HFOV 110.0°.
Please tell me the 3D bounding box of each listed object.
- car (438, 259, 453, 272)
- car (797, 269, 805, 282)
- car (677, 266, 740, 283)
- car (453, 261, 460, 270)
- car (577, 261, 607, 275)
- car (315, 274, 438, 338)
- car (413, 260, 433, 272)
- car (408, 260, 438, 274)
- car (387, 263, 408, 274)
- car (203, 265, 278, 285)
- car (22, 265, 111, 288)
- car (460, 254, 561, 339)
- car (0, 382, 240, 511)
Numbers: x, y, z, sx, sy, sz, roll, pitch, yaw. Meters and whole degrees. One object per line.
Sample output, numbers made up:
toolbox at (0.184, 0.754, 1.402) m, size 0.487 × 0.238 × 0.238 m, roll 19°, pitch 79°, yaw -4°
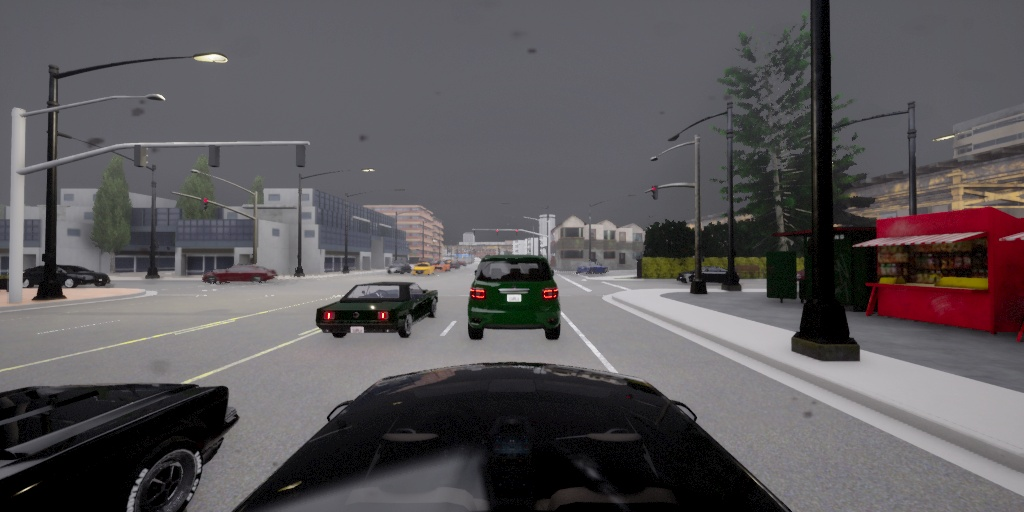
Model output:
car at (-10.613, 1.518, 53.705) m, size 2.097 × 1.767 × 4.553 m, roll 0°, pitch 0°, yaw 0°
car at (23.250, 1.409, 27.020) m, size 4.674 × 1.442 × 1.812 m, roll 0°, pitch -1°, yaw 1°
car at (14.753, 1.448, 27.089) m, size 4.181 × 1.385 × 1.994 m, roll 0°, pitch -1°, yaw 0°
car at (-10.583, 1.705, 64.168) m, size 1.994 × 1.385 × 4.181 m, roll 0°, pitch 1°, yaw 0°
car at (10.354, 1.492, 46.097) m, size 4.553 × 1.767 × 2.097 m, roll 1°, pitch -1°, yaw -44°
car at (-3.435, 1.368, 10.223) m, size 1.895 × 1.301 × 4.718 m, roll 0°, pitch 0°, yaw 0°
car at (-14.108, 1.525, 56.965) m, size 2.097 × 1.767 × 4.553 m, roll 0°, pitch 0°, yaw 0°
car at (-10.447, 1.552, 42.408) m, size 1.882 × 1.535 × 5.008 m, roll 0°, pitch 0°, yaw -3°
car at (-14.116, 1.581, 45.024) m, size 2.128 × 1.511 × 4.902 m, roll 0°, pitch 0°, yaw 0°
car at (-20.626, 1.418, 27.368) m, size 4.674 × 1.442 × 1.812 m, roll 0°, pitch 0°, yaw -14°
car at (-29.637, 1.343, 23.733) m, size 4.892 × 1.490 × 1.837 m, roll 0°, pitch -1°, yaw 1°
car at (0.062, 0.986, 10.206) m, size 2.150 × 2.045 × 5.566 m, roll 0°, pitch 0°, yaw 0°
car at (-3.402, 1.351, 1.084) m, size 1.895 × 1.301 × 4.718 m, roll 0°, pitch 0°, yaw 0°
